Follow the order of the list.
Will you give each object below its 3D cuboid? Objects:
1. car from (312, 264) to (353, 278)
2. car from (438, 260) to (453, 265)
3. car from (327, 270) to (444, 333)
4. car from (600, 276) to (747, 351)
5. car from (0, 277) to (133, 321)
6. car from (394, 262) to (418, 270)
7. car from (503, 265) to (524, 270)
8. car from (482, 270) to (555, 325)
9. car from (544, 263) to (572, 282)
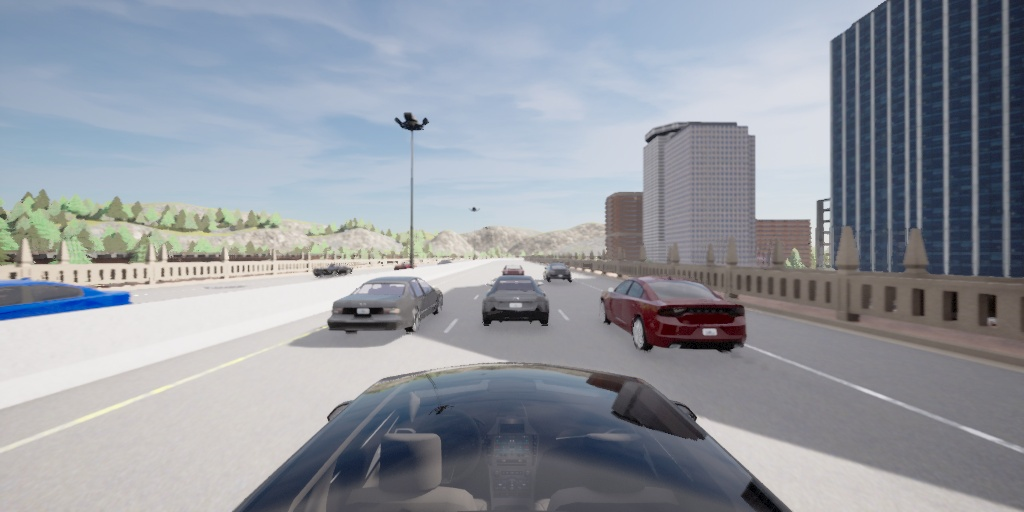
[{"bbox_3d":[-17.563,1.411,35.298,1.895,1.301,4.718,0,0,0],"label":"car"},{"bbox_3d":[-10.489,1.387,56.719,1.837,1.490,4.892,0,-1,0],"label":"car"},{"bbox_3d":[-3.397,1.305,10.694,2.033,1.411,5.357,0,0,0],"label":"car"},{"bbox_3d":[3.603,1.234,9.006,1.882,1.535,5.008,0,0,0],"label":"car"},{"bbox_3d":[-10.598,1.232,7.009,1.882,1.535,5.008,0,0,0],"label":"car"},{"bbox_3d":[-14.024,1.450,47.504,1.895,1.301,4.718,0,0,1],"label":"car"},{"bbox_3d":[0.112,1.401,31.529,1.895,1.301,4.718,0,0,0],"label":"car"},{"bbox_3d":[0.104,1.323,11.839,1.994,1.385,4.181,0,0,0],"label":"car"},{"bbox_3d":[3.611,1.318,28.948,1.812,1.442,4.674,0,0,0],"label":"car"}]
